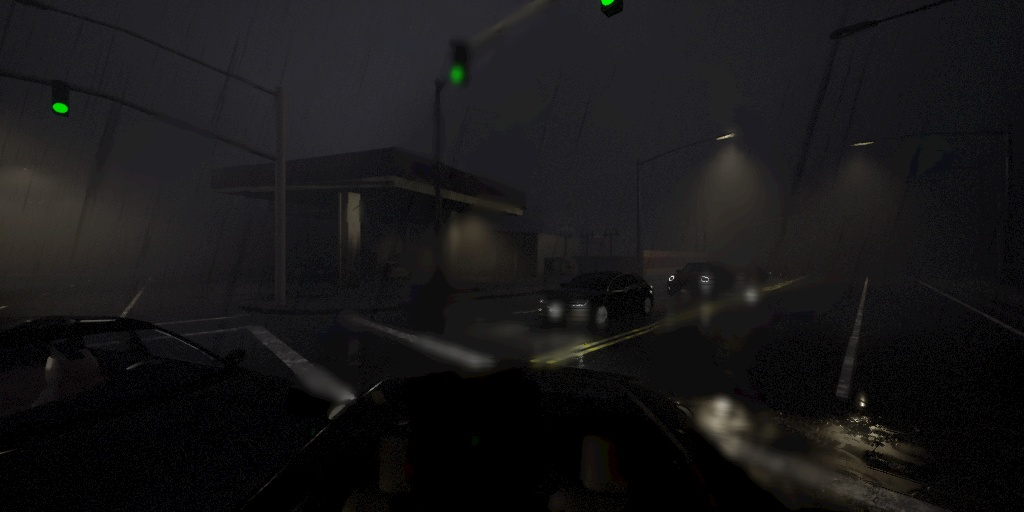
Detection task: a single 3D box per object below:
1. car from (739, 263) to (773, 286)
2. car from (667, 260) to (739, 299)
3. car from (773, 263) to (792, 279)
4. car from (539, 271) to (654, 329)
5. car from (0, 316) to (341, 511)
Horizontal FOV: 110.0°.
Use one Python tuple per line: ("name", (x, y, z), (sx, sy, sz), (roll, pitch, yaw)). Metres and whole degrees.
("car", (16.650, 1.313, 25.292), (1.994, 1.385, 4.181), (0, 0, 44))
("car", (9.722, 1.102, 18.382), (4.553, 1.767, 2.097), (0, 0, -45))
("car", (23.784, 1.313, 32.344), (4.181, 1.385, 1.994), (0, 0, -45))
("car", (2.883, 1.255, 11.538), (1.837, 1.490, 4.892), (0, 0, 45))
("car", (-3.420, 1.242, 2.520), (4.902, 1.511, 2.128), (0, 0, 15))
